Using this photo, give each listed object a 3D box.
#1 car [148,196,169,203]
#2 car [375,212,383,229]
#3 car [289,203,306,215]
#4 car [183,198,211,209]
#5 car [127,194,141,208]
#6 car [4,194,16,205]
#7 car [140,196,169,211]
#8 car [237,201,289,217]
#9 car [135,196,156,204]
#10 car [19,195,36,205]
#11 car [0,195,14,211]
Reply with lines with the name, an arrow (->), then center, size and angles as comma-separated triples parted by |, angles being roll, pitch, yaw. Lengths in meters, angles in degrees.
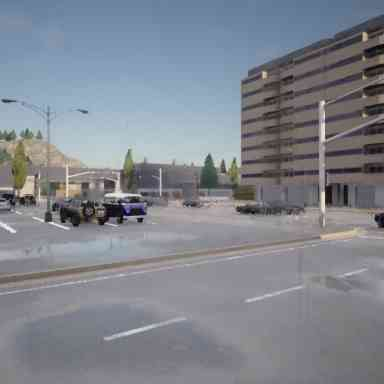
car -> -7.042, 1.546, 69.299 | 2.128, 1.511, 4.902 | 0, 0, -35
car -> 12.118, 1.622, 18.837 | 1.895, 1.301, 4.718 | 1, 0, 12
car -> 9.027, 1.603, 34.263 | 2.033, 1.411, 5.357 | 0, 0, -35
car -> 0.623, 1.544, 46.100 | 2.128, 1.511, 4.902 | 0, 0, -35
car -> -9.334, 1.588, 60.268 | 2.128, 1.511, 4.902 | 0, 0, -35
car -> -29.731, 1.212, 53.677 | 1.905, 1.878, 3.866 | 0, 0, -35
car -> -5.176, 1.560, 48.226 | 1.837, 1.490, 4.892 | 0, 0, -35
car -> 6.510, 1.656, 31.764 | 1.895, 1.301, 4.718 | 0, 0, -35
car -> -9.354, 1.547, 66.509 | 2.128, 1.511, 4.902 | 0, 0, -35
car -> -27.334, 1.209, 55.301 | 1.932, 1.855, 4.605 | 0, 0, -35
car -> -21.872, 1.451, 37.845 | 1.970, 1.475, 3.806 | 0, 0, -35
